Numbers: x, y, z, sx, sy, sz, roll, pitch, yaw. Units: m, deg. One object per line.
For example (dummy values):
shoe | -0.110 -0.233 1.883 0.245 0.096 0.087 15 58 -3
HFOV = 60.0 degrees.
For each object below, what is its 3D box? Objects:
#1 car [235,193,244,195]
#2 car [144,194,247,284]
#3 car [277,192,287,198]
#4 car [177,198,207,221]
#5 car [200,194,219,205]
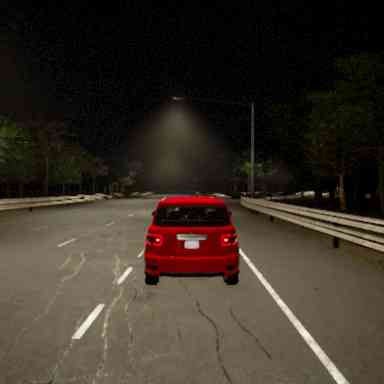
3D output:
car | 9.817 0.906 68.363 1.837 1.490 4.892 -1 0 29
car | -0.002 1.138 9.432 2.150 2.045 5.566 0 0 0
car | 23.167 0.778 87.039 1.895 1.301 4.718 0 1 45
car | 0.002 1.268 25.589 2.128 1.511 4.902 0 0 0
car | 2.612 1.064 49.170 1.882 1.535 5.008 0 0 14
